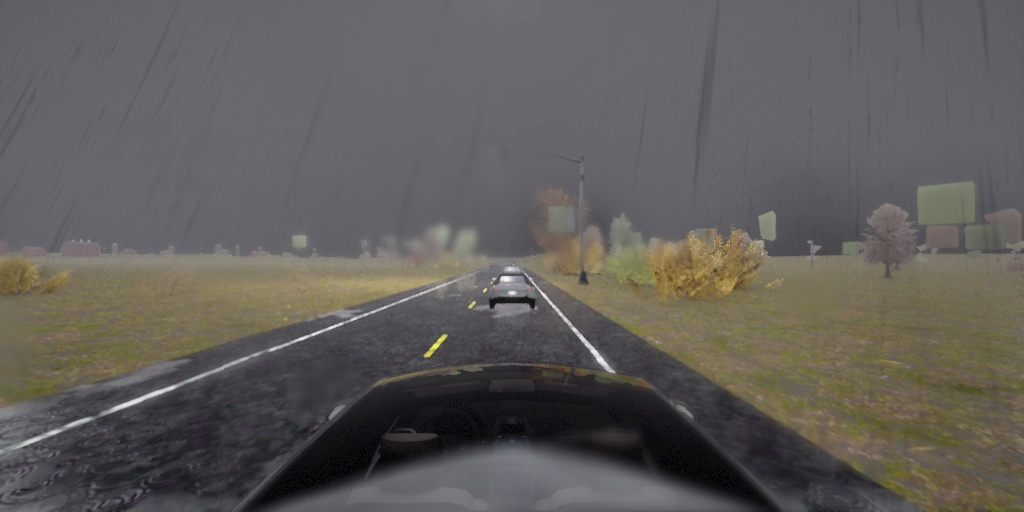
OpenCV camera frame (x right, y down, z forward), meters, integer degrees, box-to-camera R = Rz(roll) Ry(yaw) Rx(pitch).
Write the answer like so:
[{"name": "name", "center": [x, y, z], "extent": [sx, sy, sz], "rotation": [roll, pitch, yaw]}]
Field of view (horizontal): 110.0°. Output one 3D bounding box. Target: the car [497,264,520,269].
[{"name": "car", "center": [0.032, 1.562, 30.838], "extent": [2.033, 1.411, 5.357], "rotation": [0, 0, 0]}]

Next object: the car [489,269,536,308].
[{"name": "car", "center": [0.021, 1.448, 16.153], "extent": [1.994, 1.385, 4.181], "rotation": [0, 0, 0]}]
